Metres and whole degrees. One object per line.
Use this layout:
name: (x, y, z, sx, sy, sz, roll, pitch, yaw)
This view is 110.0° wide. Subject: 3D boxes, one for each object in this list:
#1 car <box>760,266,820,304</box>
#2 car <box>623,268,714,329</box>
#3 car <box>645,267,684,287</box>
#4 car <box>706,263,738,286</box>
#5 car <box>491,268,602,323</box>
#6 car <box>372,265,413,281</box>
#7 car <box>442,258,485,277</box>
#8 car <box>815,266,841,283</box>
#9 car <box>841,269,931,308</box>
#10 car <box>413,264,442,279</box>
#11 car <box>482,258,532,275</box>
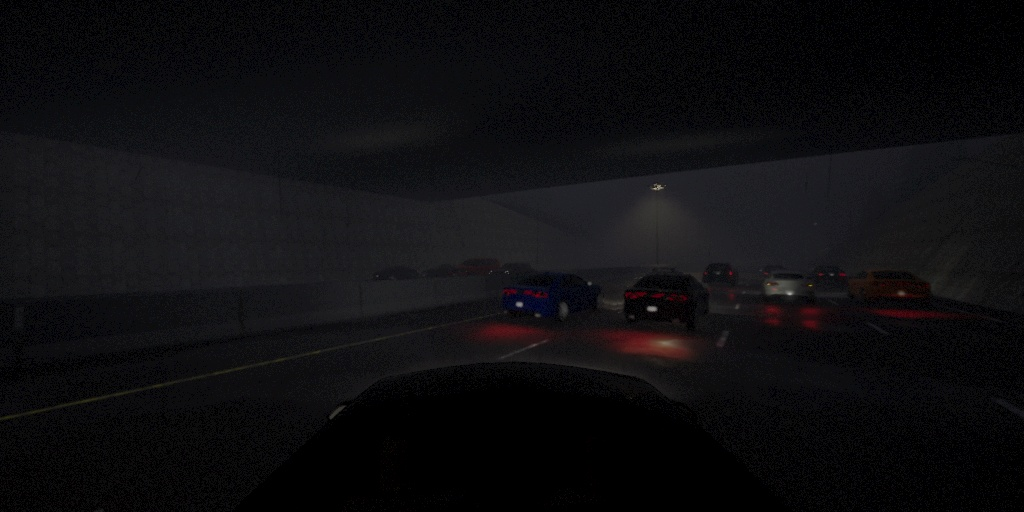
car: (13.242, 1.384, 17.317, 1.812, 1.442, 4.674, 0, 0, 34)
car: (5.208, 1.300, 11.792, 1.882, 1.535, 5.008, 0, -1, 35)
car: (11.850, 1.537, 27.628, 1.895, 1.301, 4.718, 0, -1, 35)
car: (16.007, 1.285, 27.497, 2.097, 1.767, 4.553, 0, -1, 35)
car: (1.618, 1.309, 12.748, 1.882, 1.535, 5.008, 0, -1, 35)
car: (-10.488, 1.550, 32.552, 1.994, 1.385, 4.181, 0, -1, 35)
car: (-3.072, 1.192, 30.986, 2.150, 2.045, 5.566, 0, 0, 35)
car: (25.811, 1.489, 29.401, 2.033, 1.411, 5.357, 0, 0, 35)
car: (16.651, 1.325, 16.077, 1.882, 1.535, 5.008, 0, 0, 35)
car: (-6.127, 1.477, 32.716, 2.128, 1.511, 4.902, 0, -1, 35)
car: (0.014, 1.308, 29.291, 2.097, 1.767, 4.553, 0, -1, 35)
